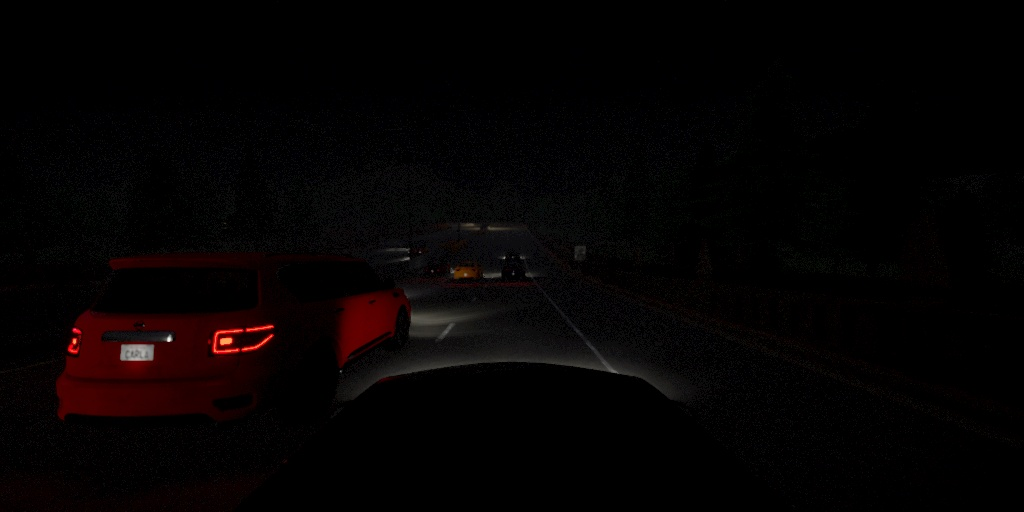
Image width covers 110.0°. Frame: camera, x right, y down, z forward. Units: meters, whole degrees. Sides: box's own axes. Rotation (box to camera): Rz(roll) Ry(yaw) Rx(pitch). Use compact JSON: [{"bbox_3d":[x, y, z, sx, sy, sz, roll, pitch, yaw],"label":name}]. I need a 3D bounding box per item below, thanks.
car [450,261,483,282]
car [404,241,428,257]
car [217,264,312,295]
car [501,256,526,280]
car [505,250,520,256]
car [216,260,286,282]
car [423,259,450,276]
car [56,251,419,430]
[{"bbox_3d":[-3.391,1.150,28.734,1.882,1.535,5.008,0,2,0],"label":"car"},{"bbox_3d":[-14.035,-0.860,53.686,2.097,1.767,4.553,0,7,1],"label":"car"},{"bbox_3d":[-14.091,1.263,20.871,2.128,1.511,4.902,0,0,0],"label":"car"},{"bbox_3d":[0.108,1.117,29.788,1.882,1.535,5.008,0,2,0],"label":"car"},{"bbox_3d":[0.116,-0.075,48.583,1.994,1.385,4.181,0,6,0],"label":"car"},{"bbox_3d":[-21.084,1.144,29.339,2.128,1.511,4.902,0,2,0],"label":"car"},{"bbox_3d":[-6.890,1.032,33.308,1.812,1.442,4.674,0,3,0],"label":"car"},{"bbox_3d":[-3.398,0.976,5.936,2.150,2.045,5.566,0,0,0],"label":"car"}]
